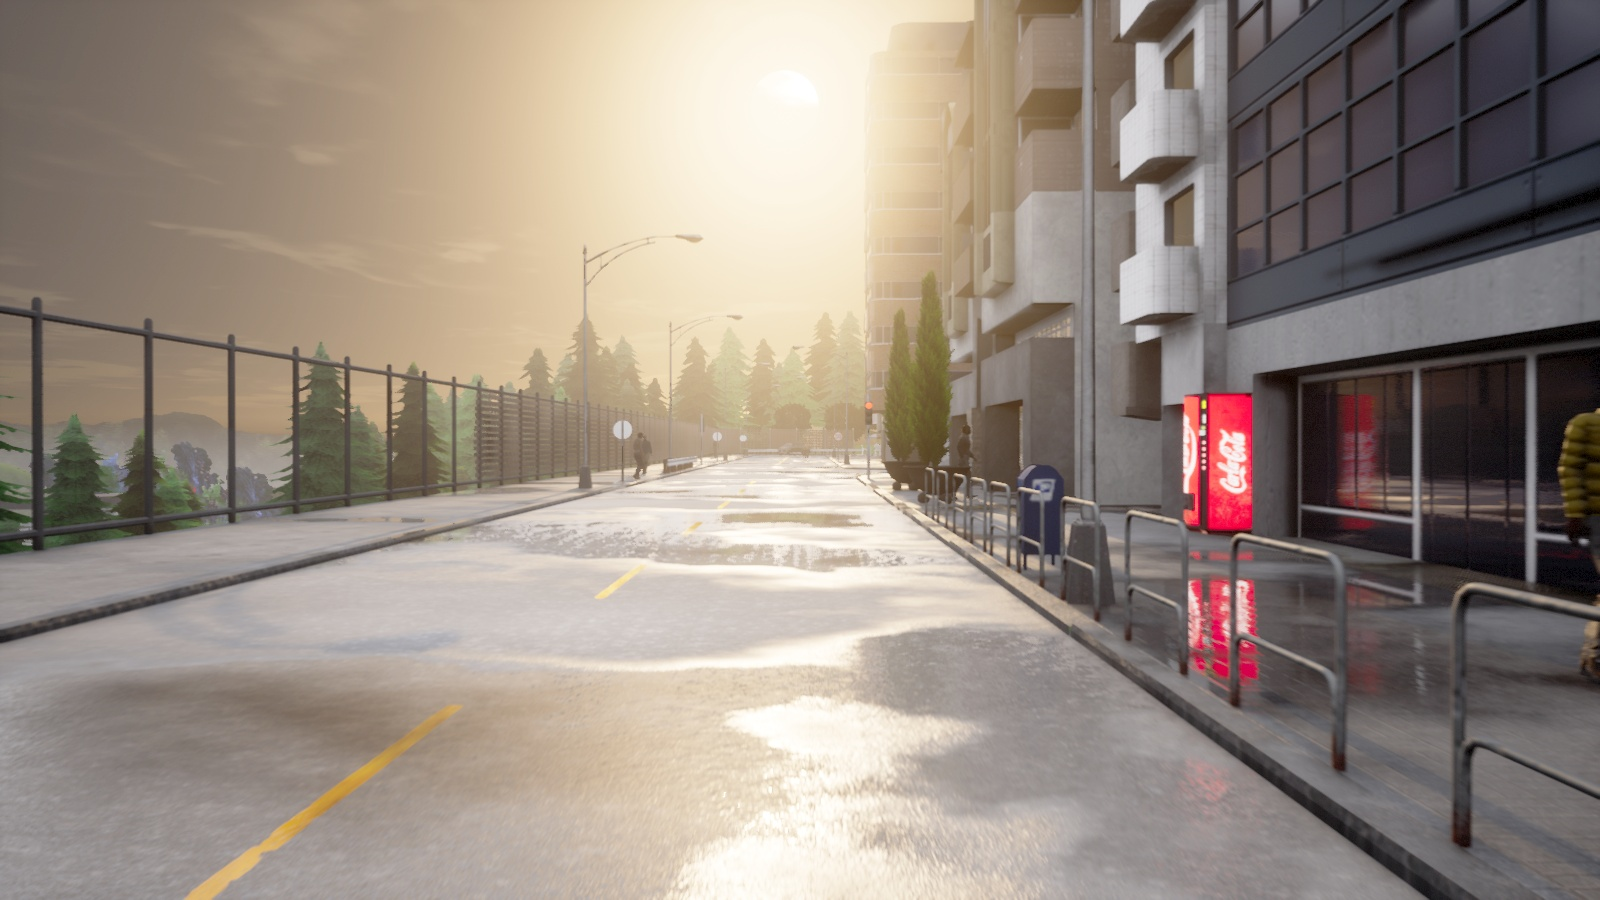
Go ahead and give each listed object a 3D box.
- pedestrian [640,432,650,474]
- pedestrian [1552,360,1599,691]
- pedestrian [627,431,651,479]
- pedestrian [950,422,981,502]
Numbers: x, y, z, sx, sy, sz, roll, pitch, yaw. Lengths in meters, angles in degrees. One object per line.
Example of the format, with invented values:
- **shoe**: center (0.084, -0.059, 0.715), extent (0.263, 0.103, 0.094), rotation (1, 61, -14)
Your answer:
- **pedestrian**: center (-6.837, 0.140, 55.216), extent (0.402, 1.842, 0.726), rotation (0, 0, -10)
- **pedestrian**: center (4.619, 0.421, 7.008), extent (0.370, 1.835, 0.726), rotation (0, 0, -4)
- **pedestrian**: center (-6.076, 0.184, 47.495), extent (0.869, 1.805, 0.328), rotation (0, 0, -39)
- **pedestrian**: center (4.004, 0.284, 30.386), extent (0.666, 1.930, 0.402), rotation (0, 0, 17)
